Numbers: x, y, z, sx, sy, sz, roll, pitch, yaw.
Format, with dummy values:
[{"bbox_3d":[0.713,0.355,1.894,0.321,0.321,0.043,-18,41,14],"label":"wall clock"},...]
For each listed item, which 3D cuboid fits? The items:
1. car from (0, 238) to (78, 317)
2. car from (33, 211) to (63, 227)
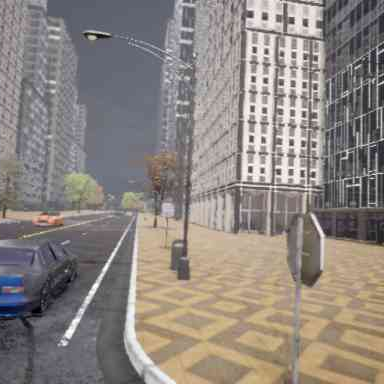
[{"bbox_3d":[-4.175,1.864,8.206,2.033,1.411,5.357,4,-4,-9],"label":"car"},{"bbox_3d":[-15.239,2.774,35.490,2.097,1.767,4.553,4,-3,-9],"label":"car"}]
